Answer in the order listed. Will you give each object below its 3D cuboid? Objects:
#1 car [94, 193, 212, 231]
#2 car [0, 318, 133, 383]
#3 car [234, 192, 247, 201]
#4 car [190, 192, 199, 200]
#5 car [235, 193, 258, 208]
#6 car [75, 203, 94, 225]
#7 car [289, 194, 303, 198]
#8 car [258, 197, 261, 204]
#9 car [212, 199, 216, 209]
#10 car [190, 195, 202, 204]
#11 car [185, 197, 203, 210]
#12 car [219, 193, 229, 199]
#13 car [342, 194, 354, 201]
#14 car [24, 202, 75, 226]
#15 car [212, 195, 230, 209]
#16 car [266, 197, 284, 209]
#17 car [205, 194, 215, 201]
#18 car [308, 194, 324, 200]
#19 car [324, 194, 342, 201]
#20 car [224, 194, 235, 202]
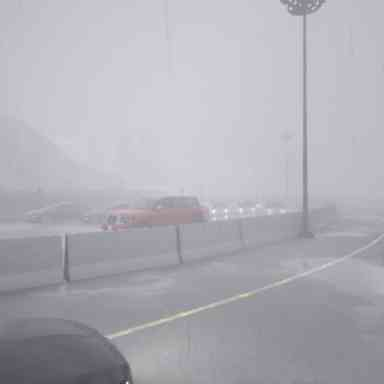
[{"bbox_3d":[-1.739,1.204,16.787,2.150,2.045,5.566,0,1,44],"label":"car"},{"bbox_3d":[-2.717,1.509,1.897,4.892,1.490,1.837,0,0,-34],"label":"car"},{"bbox_3d":[11.101,1.007,76.266,2.097,1.767,4.553,0,0,-1],"label":"car"},{"bbox_3d":[0.586,0.940,77.379,2.097,1.767,4.553,0,0,-1],"label":"car"},{"bbox_3d":[7.489,1.258,45.986,2.097,1.767,4.553,0,0,4],"label":"car"},{"bbox_3d":[-5.307,1.493,23.389,1.837,1.490,4.892,1,1,39],"label":"car"},{"bbox_3d":[21.684,1.151,69.536,1.812,1.442,4.674,0,0,-1],"label":"car"},{"bbox_3d":[11.234,1.358,60.659,2.128,1.511,4.902,0,0,0],"label":"car"},{"bbox_3d":[-0.399,1.495,24.079,1.812,1.442,4.674,0,0,35],"label":"car"},{"bbox_3d":[0.721,1.395,61.668,2.128,1.511,4.902,0,0,0],"label":"car"},{"bbox_3d":[0.343,1.440,44.458,1.837,1.490,4.892,1,0,7],"label":"car"},{"bbox_3d":[7.573,0.988,78.532,1.812,1.442,4.674,0,0,-1],"label":"car"},{"bbox_3d":[32.183,1.140,69.663,1.994,1.385,4.181,0,0,-1],"label":"car"},{"bbox_3d":[-9.443,1.508,23.943,1.837,1.490,4.892,2,1,42],"label":"car"},{"bbox_3d":[3.791,1.450,44.013,1.812,1.442,4.674,0,0,7],"label":"car"},{"bbox_3d":[10.704,1.377,43.128,1.882,1.535,5.008,0,0,7],"label":"car"},{"bbox_3d":[4.098,1.174,76.488,1.812,1.442,4.674,0,0,-1],"label":"car"},{"bbox_3d":[25.183,1.091,69.578,1.882,1.535,5.008,0,0,-1],"label":"car"},{"bbox_3d":[28.683,1.140,69.621,2.033,1.411,5.357,0,0,-1],"label":"car"},{"bbox_3d":[7.716,1.379,63.280,1.837,1.490,4.892,0,0,0],"label":"car"}]
